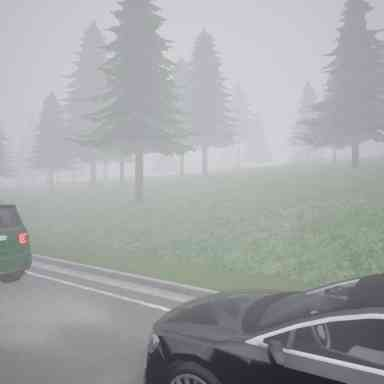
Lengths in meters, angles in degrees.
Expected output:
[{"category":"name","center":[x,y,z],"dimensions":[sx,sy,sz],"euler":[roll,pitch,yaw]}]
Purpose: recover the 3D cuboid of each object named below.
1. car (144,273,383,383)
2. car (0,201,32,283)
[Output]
[{"category":"car","center":[1.739,1.492,2.752],"dimensions":[4.902,1.511,2.128],"euler":[0,0,36]},{"category":"car","center":[-6.324,1.221,8.468],"dimensions":[5.566,2.045,2.150],"euler":[0,0,36]}]
